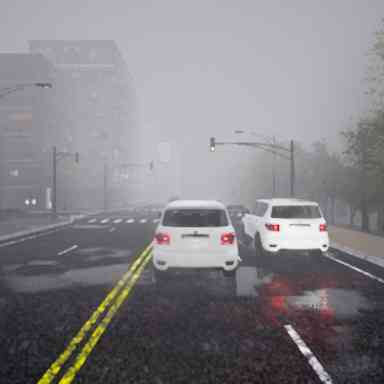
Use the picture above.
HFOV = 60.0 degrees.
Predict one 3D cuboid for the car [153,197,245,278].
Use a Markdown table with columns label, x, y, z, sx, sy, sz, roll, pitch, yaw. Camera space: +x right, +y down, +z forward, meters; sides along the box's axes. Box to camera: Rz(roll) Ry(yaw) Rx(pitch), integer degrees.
| label | x | y | z | sx | sy | sz | roll | pitch | yaw |
| --- | --- | --- | --- | --- | --- | --- | --- | --- | --- |
| car | 0.086 | 1.256 | 10.391 | 2.150 | 2.045 | 5.566 | 0 | 0 | 0 |

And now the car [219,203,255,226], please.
| label | x | y | z | sx | sy | sz | roll | pitch | yaw |
| --- | --- | --- | --- | --- | --- | --- | --- | --- | --- |
| car | 3.311 | 1.627 | 25.429 | 2.033 | 1.411 | 5.357 | 0 | 0 | 0 |

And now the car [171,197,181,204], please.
| label | x | y | z | sx | sy | sz | roll | pitch | yaw |
| --- | --- | --- | --- | --- | --- | --- | --- | --- | --- |
| car | -3.359 | 1.742 | 70.816 | 1.837 | 1.490 | 4.892 | 0 | 0 | 0 |

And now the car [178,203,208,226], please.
| label | x | y | z | sx | sy | sz | roll | pitch | yaw |
| --- | --- | --- | --- | --- | --- | --- | --- | --- | --- |
| car | 0.062 | 1.626 | 25.236 | 2.033 | 1.411 | 5.357 | 0 | 0 | 0 |

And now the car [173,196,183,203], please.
| label | x | y | z | sx | sy | sz | roll | pitch | yaw |
| --- | --- | --- | --- | --- | --- | --- | --- | --- | --- |
| car | -3.374 | 1.823 | 81.141 | 2.033 | 1.411 | 5.357 | 0 | 0 | 0 |

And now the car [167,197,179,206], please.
| label | x | y | z | sx | sy | sz | roll | pitch | yaw |
| --- | --- | --- | --- | --- | --- | --- | --- | --- | --- |
| car | -3.411 | 1.728 | 60.522 | 1.812 | 1.442 | 4.674 | 0 | 0 | 0 |

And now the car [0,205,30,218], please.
| label | x | y | z | sx | sy | sz | roll | pitch | yaw |
| --- | --- | --- | --- | --- | --- | --- | --- | --- | --- |
| car | -19.124 | 1.943 | 33.650 | 4.718 | 1.301 | 1.895 | -1 | 0 | -3 |

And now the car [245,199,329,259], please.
| label | x | y | z | sx | sy | sz | roll | pitch | yaw |
| --- | --- | --- | --- | --- | --- | --- | --- | --- | --- |
| car | 3.329 | 1.264 | 12.925 | 2.150 | 2.045 | 5.566 | 0 | 0 | 0 |

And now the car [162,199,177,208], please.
| label | x | y | z | sx | sy | sz | roll | pitch | yaw |
| --- | --- | --- | --- | --- | --- | --- | --- | --- | --- |
| car | -3.419 | 1.770 | 51.602 | 1.895 | 1.301 | 4.718 | 0 | 0 | 0 |
